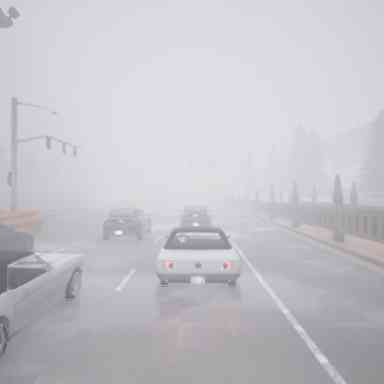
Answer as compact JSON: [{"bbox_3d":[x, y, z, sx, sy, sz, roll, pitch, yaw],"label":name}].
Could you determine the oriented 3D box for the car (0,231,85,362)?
[{"bbox_3d":[-3.371,1.619,5.542,1.895,1.301,4.718,0,0,0],"label":"car"}]

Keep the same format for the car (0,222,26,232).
[{"bbox_3d":[-6.841,1.559,10.510,1.812,1.442,4.674,0,0,0],"label":"car"}]

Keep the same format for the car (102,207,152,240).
[{"bbox_3d":[-3.294,1.561,17.423,1.837,1.490,4.892,0,0,0],"label":"car"}]

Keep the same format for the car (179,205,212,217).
[{"bbox_3d":[0.233,1.573,21.365,1.837,1.490,4.892,0,0,0],"label":"car"}]

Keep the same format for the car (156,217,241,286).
[{"bbox_3d":[0.155,1.631,9.447,1.895,1.301,4.718,0,0,0],"label":"car"}]
